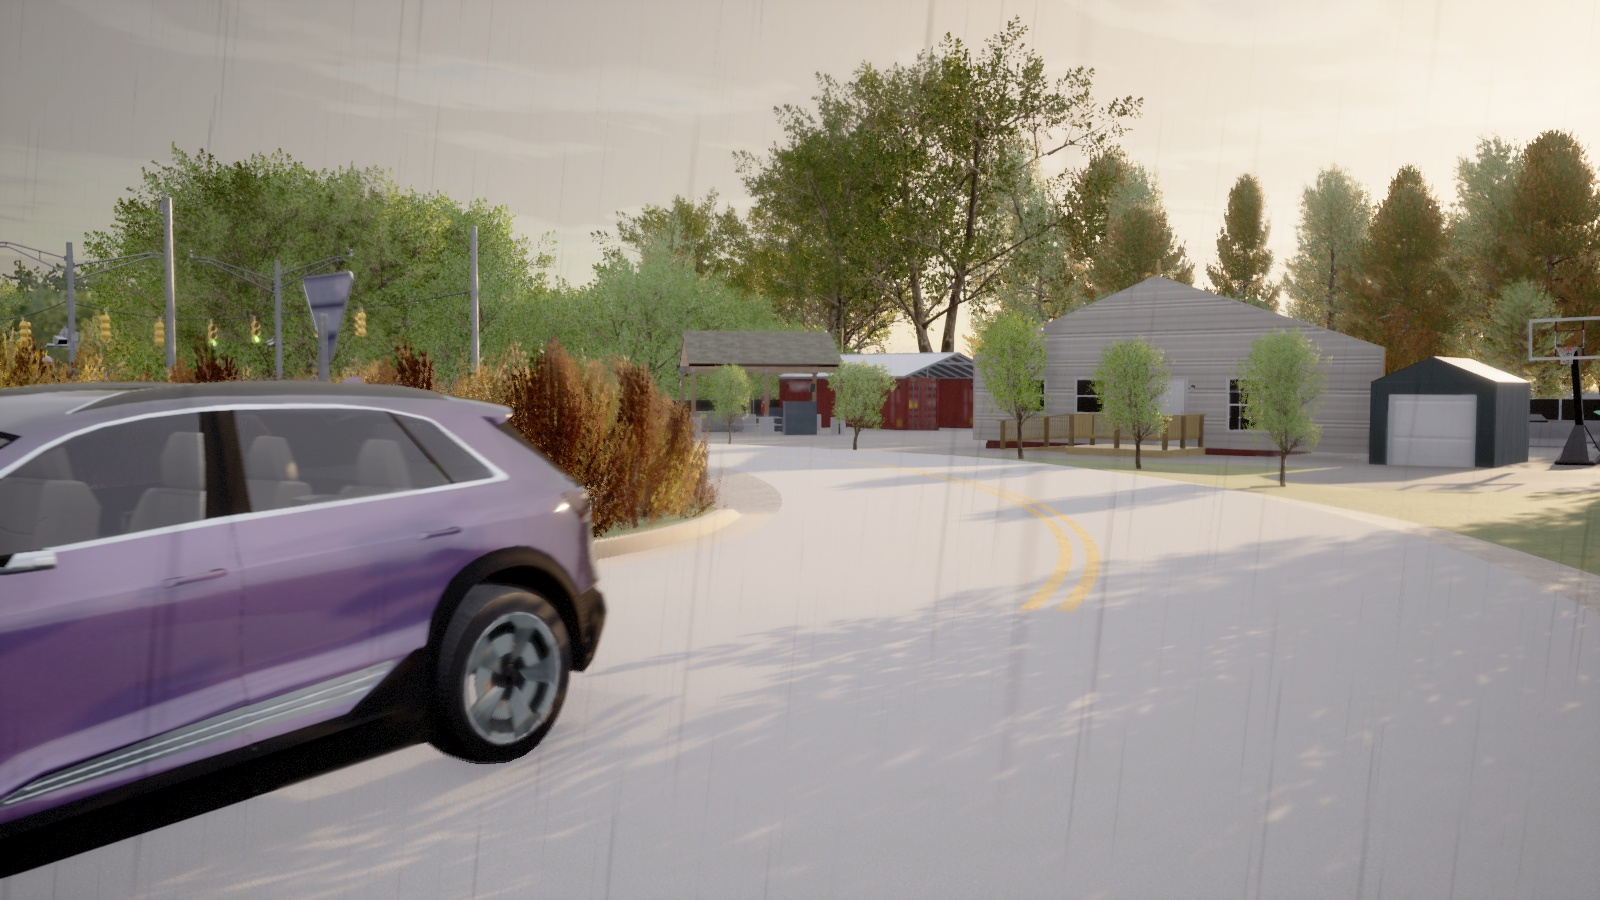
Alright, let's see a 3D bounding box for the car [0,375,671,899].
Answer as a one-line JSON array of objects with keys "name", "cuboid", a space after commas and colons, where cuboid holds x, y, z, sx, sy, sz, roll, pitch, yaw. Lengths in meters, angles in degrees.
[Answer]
[{"name": "car", "cuboid": [-2.813, 0.559, 4.641, 2.033, 1.649, 4.856, 2, 4, 33]}]
